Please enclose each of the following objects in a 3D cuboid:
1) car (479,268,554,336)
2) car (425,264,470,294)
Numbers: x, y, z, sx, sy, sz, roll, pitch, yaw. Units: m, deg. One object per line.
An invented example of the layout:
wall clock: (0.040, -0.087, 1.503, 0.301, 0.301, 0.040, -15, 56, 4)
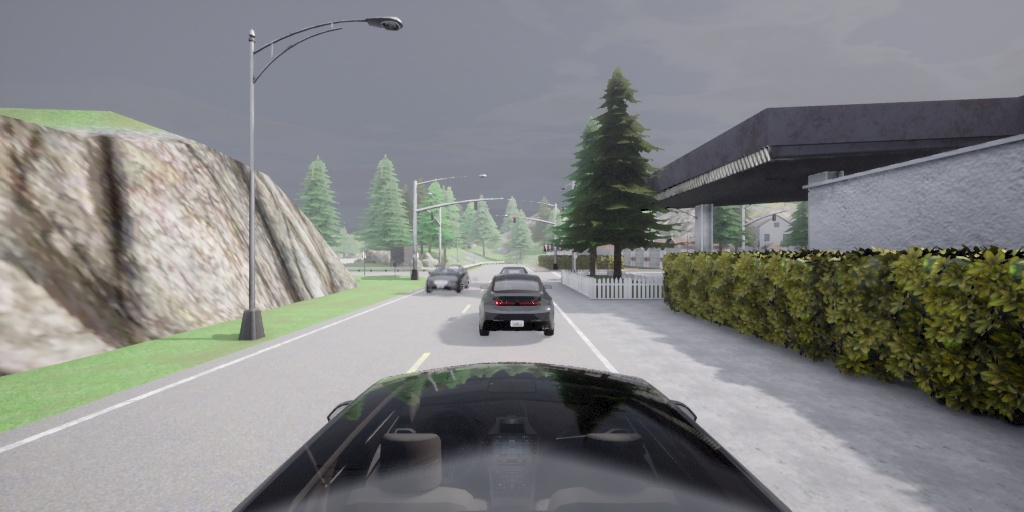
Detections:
car: (0.117, 1.255, 10.376, 1.837, 1.490, 4.892, 0, 0, 0)
car: (-3.510, 1.242, 20.171, 2.128, 1.511, 4.902, 0, 0, 1)
